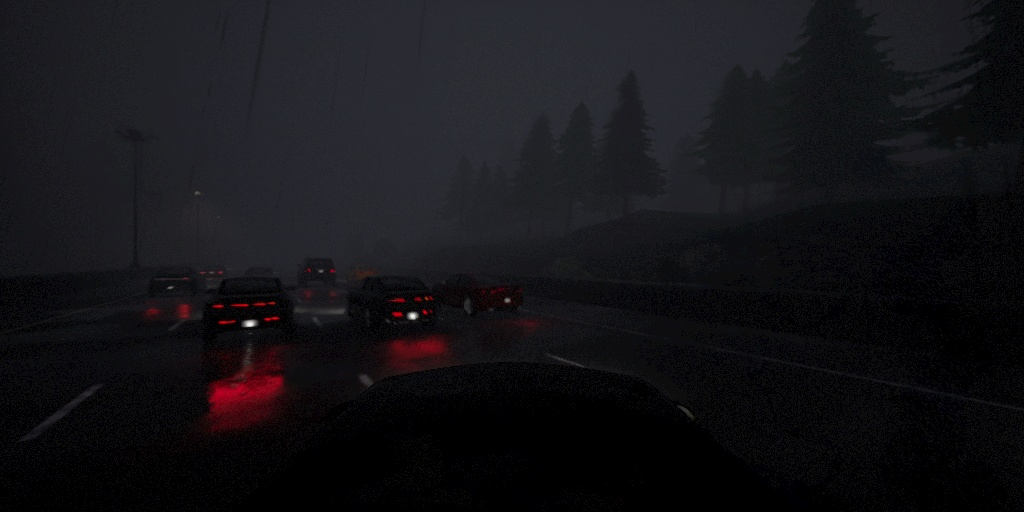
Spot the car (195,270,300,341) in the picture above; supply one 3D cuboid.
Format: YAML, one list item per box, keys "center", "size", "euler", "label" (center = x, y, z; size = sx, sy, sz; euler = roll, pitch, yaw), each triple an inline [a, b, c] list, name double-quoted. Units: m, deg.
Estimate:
- center: [-7.372, 1.313, 10.209]
  size: [1.837, 1.490, 4.892]
  euler: [1, -1, -35]
  label: "car"

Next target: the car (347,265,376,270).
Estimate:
- center: [-12.517, 1.476, 29.981]
  size: [1.882, 1.535, 5.008]
  euler: [1, -1, -35]
  label: "car"

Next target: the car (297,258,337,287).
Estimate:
- center: [-14.772, 1.178, 27.091]
  size: [2.150, 2.045, 5.566]
  euler: [1, -1, -35]
  label: "car"

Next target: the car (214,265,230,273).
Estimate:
- center: [-27.386, 1.511, 33.030]
  size: [2.033, 1.411, 5.357]
  euler: [1, -1, -35]
  label: "car"

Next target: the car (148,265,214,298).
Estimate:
- center: [-18.063, 1.352, 19.533]
  size: [2.128, 1.511, 4.902]
  euler: [1, -1, -35]
  label: "car"

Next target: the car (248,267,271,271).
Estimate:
- center: [-18.018, 1.474, 25.626]
  size: [2.033, 1.411, 5.357]
  euler: [1, -1, -35]
  label: "car"

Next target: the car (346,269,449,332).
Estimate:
- center: [-3.983, 1.342, 11.461]
  size: [1.837, 1.490, 4.892]
  euler: [1, -1, -35]
  label: "car"

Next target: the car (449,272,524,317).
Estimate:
- center: [-1.547, 1.354, 14.093]
  size: [1.882, 1.535, 5.008]
  euler: [1, -1, -35]
  label: "car"
